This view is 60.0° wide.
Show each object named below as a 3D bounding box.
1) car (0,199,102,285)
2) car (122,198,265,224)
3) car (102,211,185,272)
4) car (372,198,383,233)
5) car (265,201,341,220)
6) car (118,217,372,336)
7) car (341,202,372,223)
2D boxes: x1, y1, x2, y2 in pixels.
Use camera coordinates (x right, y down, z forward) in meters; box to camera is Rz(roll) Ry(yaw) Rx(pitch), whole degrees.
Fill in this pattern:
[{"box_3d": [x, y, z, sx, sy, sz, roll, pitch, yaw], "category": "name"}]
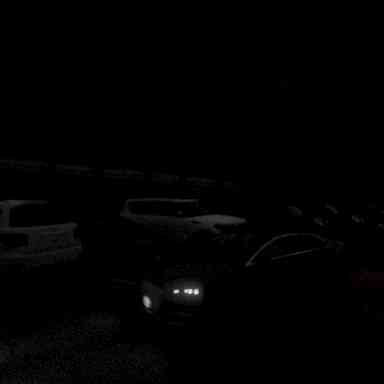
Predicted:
[{"box_3d": [-5.399, 1.236, 9.204, 5.566, 2.045, 2.435, -1, -1, 34], "category": "car"}, {"box_3d": [-0.427, 1.233, 12.681, 5.566, 2.045, 2.435, -1, -1, 34], "category": "car"}, {"box_3d": [-2.885, 1.515, 10.920, 4.792, 1.488, 2.163, -1, -1, 35], "category": "car"}, {"box_3d": [9.416, 1.354, 19.692, 4.553, 1.767, 2.185, -1, 0, 34], "category": "car"}, {"box_3d": [4.446, 1.357, 16.215, 4.553, 1.767, 2.185, -1, -1, 35], "category": "car"}, {"box_3d": [1.282, 1.490, 6.746, 4.902, 1.511, 2.128, 0, 0, -35], "category": "car"}, {"box_3d": [6.907, 1.356, 17.978, 4.553, 1.767, 2.185, -1, -1, 34], "category": "car"}]
